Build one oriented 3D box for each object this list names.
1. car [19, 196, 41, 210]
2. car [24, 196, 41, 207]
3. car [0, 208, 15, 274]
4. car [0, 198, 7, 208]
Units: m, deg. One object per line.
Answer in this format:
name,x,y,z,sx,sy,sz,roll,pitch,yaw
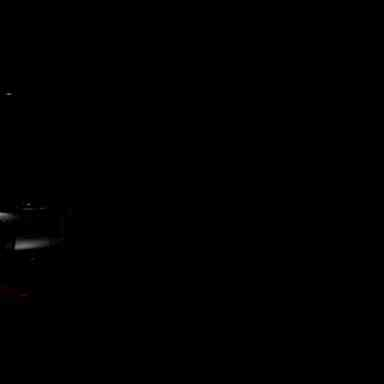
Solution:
car,-18.572,1.327,38.079,1.994,1.385,4.181,1,-1,-23
car,-22.605,1.297,47.251,1.882,1.535,5.008,1,-1,-23
car,-6.293,1.407,9.597,1.812,1.442,4.674,1,0,-23
car,-20.090,1.291,33.732,1.895,1.301,4.718,1,-1,-23
